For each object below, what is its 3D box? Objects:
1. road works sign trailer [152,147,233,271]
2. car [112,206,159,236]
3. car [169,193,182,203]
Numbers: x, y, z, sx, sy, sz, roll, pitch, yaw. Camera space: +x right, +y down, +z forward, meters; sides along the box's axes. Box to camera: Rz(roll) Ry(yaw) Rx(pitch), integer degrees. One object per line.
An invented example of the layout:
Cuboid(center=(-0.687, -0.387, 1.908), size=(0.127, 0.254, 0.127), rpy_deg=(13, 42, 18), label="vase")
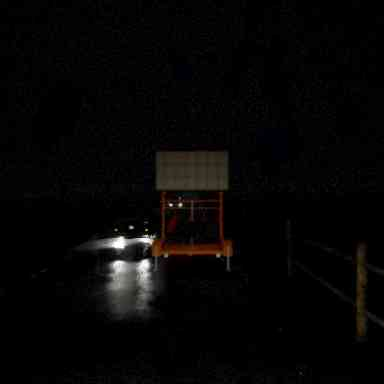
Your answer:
Cuboid(center=(0.007, 0.391, 10.591), size=(2.380, 3.560, 2.880), rpy_deg=(0, 0, 0), label="road works sign trailer")
Cuboid(center=(-2.839, 1.444, 17.523), size=(1.994, 1.385, 4.181), rpy_deg=(0, 0, 0), label="car")
Cuboid(center=(-2.777, 0.978, 58.313), size=(2.097, 1.767, 4.553), rpy_deg=(0, 0, 0), label="car")
